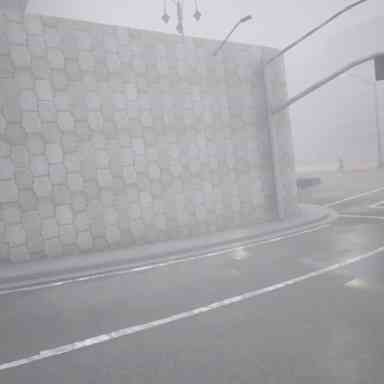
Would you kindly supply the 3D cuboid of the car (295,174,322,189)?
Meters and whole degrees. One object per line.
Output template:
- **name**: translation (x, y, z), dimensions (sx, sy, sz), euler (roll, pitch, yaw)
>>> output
- **car**: translation (9.722, -1.021, 31.370), dimensions (1.895, 1.301, 4.718), euler (-11, 6, -35)

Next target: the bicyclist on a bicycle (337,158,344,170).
- **bicyclist on a bicycle**: translation (20.050, -3.831, 44.896), dimensions (1.656, 1.620, 0.582), euler (-11, 6, -35)
